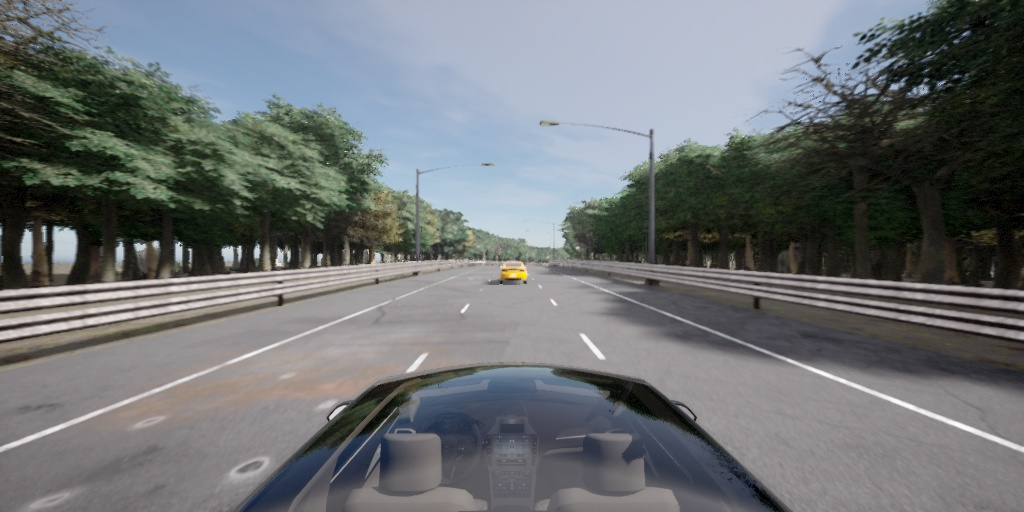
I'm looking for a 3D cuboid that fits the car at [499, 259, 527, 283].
[{"bbox_3d":[0.098,1.144,26.590,1.882,1.535,5.008,0,0,0],"label":"car"}]
